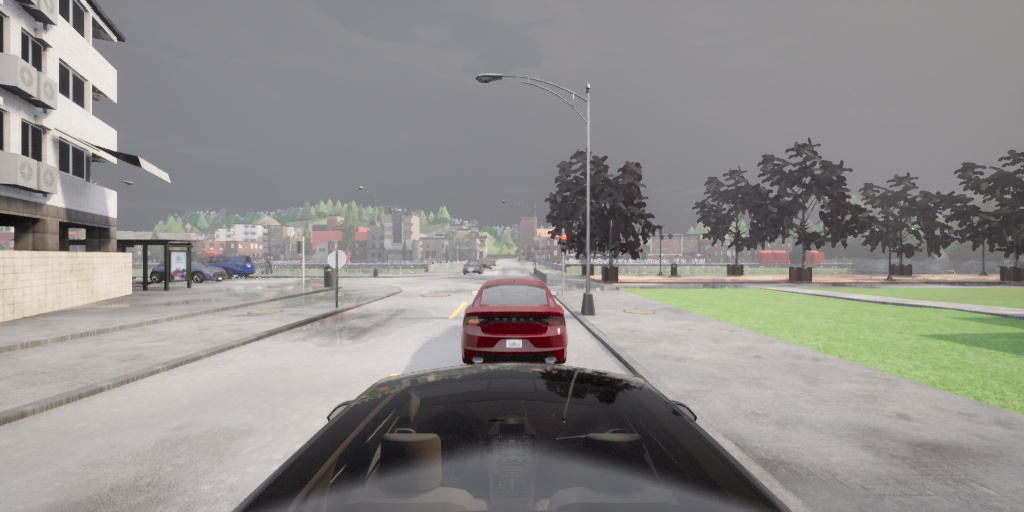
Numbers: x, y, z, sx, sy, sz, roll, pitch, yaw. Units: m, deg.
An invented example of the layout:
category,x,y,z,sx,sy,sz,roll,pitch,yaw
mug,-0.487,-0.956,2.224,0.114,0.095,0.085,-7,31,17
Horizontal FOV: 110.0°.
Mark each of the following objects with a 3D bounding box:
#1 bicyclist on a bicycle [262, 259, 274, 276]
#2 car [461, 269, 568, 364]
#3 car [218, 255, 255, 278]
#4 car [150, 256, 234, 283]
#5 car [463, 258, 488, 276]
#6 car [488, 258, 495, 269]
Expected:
category,x,y,z,sx,sy,sz,roll,pitch,yaw
bicyclist on a bicycle,-24.021,1.099,35.307,0.582,1.620,1.656,0,0,0
car,0.054,1.228,8.115,1.882,1.535,5.008,0,0,0
car,-25.445,0.971,31.075,5.566,2.045,2.150,0,0,1
car,-24.140,1.102,26.911,4.553,1.767,2.097,0,0,0
car,-4.094,1.242,38.160,2.128,1.511,4.902,0,0,0
car,-4.087,1.101,52.596,2.097,1.767,4.553,0,0,0
